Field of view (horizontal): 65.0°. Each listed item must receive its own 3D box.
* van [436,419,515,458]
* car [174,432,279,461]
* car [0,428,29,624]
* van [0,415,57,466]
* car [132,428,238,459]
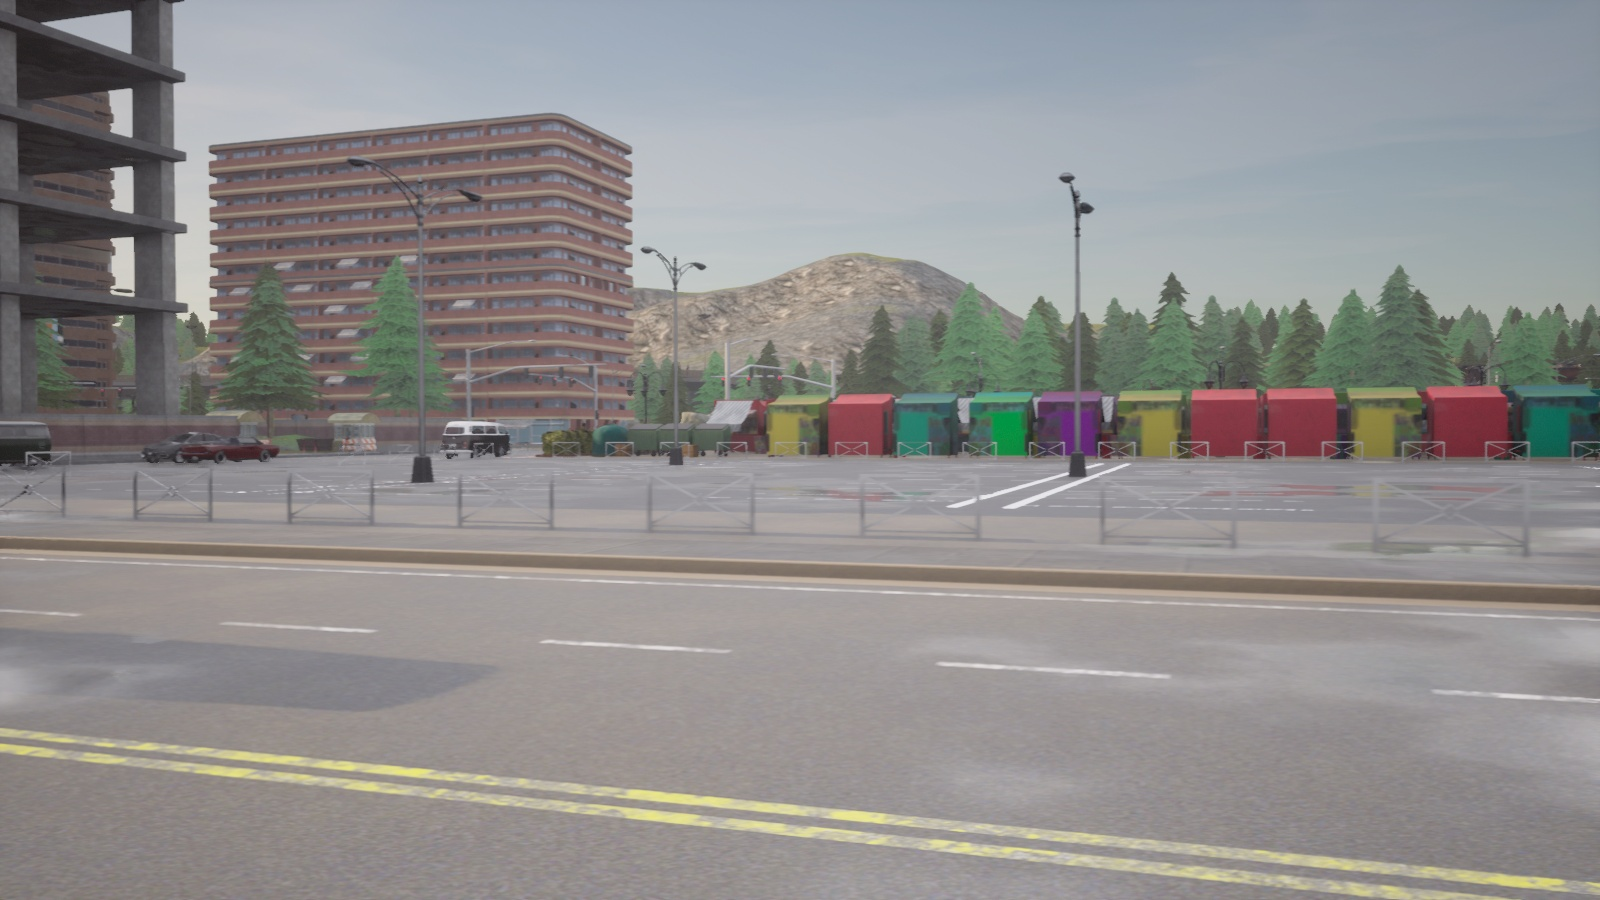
[{"bbox_3d":[-17.584,-0.664,68.246,2.069,2.038,4.480,1,1,18],"label":"van"},{"bbox_3d":[-27.547,-0.200,60.485,1.895,1.301,4.718,1,1,18],"label":"car"},{"bbox_3d":[-8.609,0.585,9.781,4.514,1.525,2.007,1,1,19],"label":"car"},{"bbox_3d":[-31.464,-0.373,48.702,1.775,1.987,4.442,1,1,18],"label":"van"},{"bbox_3d":[-30.550,-0.340,62.543,1.837,1.490,4.892,1,1,18],"label":"car"}]
